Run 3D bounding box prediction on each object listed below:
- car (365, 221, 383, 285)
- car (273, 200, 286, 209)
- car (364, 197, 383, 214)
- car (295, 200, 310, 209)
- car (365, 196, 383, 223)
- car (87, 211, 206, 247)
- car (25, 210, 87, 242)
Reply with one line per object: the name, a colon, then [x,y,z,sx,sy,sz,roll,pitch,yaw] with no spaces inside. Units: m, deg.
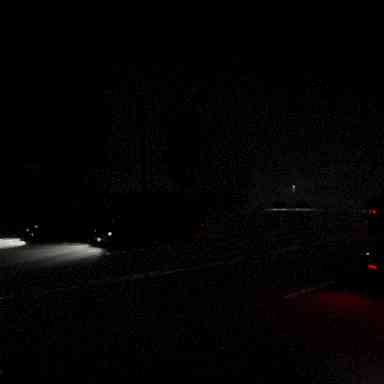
car: [6.006,1.536,8.337,4.674,1.442,1.812,0,0,-40]
car: [14.073,1.959,53.690,2.033,1.411,5.357,-1,-1,12]
car: [21.126,1.508,37.806,2.097,1.767,4.553,-1,-1,18]
car: [17.494,1.911,52.952,2.033,1.411,5.357,-1,-1,12]
car: [12.061,1.277,19.787,2.150,2.045,5.566,0,0,37]
car: [-1.796,1.592,15.489,5.357,1.411,2.033,0,0,-40]
car: [-6.055,1.603,16.708,4.181,1.385,1.994,1,0,-38]
